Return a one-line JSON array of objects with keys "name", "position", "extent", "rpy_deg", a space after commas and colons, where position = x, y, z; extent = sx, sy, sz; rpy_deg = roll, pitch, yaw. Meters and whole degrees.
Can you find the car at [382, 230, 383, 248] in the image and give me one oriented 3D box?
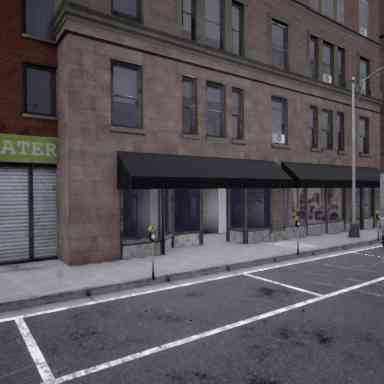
[{"name": "car", "position": [9.199, 1.540, 13.104], "extent": [4.507, 1.381, 1.887], "rpy_deg": [0, -1, -35]}]
